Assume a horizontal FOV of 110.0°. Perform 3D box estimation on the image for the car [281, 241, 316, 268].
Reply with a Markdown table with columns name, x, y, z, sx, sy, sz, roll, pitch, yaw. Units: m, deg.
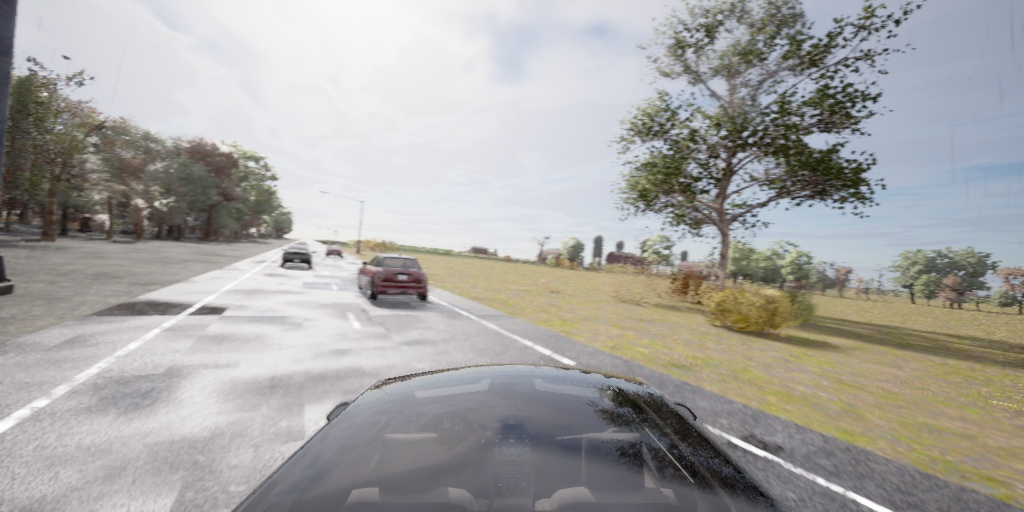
| name | x | y | z | sx | sy | sz | roll | pitch | yaw |
| --- | --- | --- | --- | --- | --- | --- | --- | --- | --- |
| car | -15.147 | -0.034 | 25.399 | 1.837 | 1.490 | 4.892 | 5 | 0 | -30 |

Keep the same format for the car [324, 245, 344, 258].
| name | x | y | z | sx | sy | sz | roll | pitch | yaw |
| --- | --- | --- | --- | --- | --- | --- | --- | --- | --- |
| car | -22.197 | -0.587 | 44.751 | 1.812 | 1.442 | 4.674 | 5 | 0 | -30 |

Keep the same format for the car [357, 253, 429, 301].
| name | x | y | z | sx | sy | sz | roll | pitch | yaw |
| --- | --- | --- | --- | --- | --- | --- | --- | --- | --- |
| car | -4.939 | 0.698 | 14.605 | 2.097 | 1.767 | 4.553 | 5 | 0 | -30 |
